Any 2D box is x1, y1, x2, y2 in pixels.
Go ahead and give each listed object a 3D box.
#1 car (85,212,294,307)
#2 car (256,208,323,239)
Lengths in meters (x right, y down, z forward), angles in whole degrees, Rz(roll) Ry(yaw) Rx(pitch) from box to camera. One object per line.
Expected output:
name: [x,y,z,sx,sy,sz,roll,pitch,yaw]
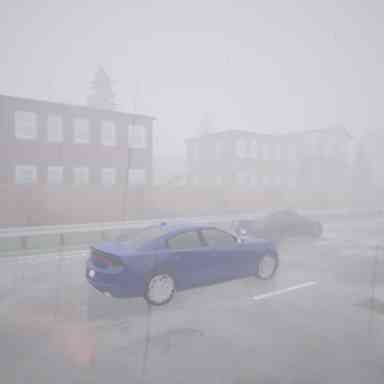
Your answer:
car: [0.022,1.459,8.061,5.008,1.535,1.882,0,0,-35]
car: [4.017,1.476,15.226,4.674,1.442,1.812,0,0,-36]
